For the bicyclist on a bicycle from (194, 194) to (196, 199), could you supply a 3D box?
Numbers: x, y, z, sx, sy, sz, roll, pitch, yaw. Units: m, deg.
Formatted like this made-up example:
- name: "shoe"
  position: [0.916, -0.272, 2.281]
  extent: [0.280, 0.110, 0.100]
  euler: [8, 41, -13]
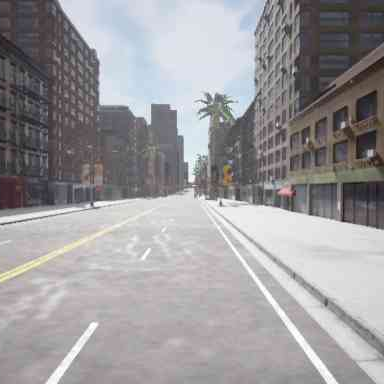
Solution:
- name: "bicyclist on a bicycle"
  position: [0.904, 1.383, 90.455]
  extent: [0.582, 1.620, 1.656]
  euler: [1, -1, 0]
